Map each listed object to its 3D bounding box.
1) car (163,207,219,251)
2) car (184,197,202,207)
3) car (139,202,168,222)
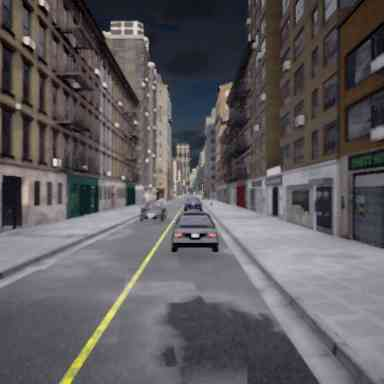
[{"bbox_3d":[0.114,1.571,14.112,2.033,1.411,5.357,0,0,0],"label":"car"},{"bbox_3d":[0.140,1.442,40.767,2.097,1.767,4.553,0,0,0],"label":"car"},{"bbox_3d":[-2.975,1.545,26.389,2.128,1.511,4.902,0,0,0],"label":"car"}]
